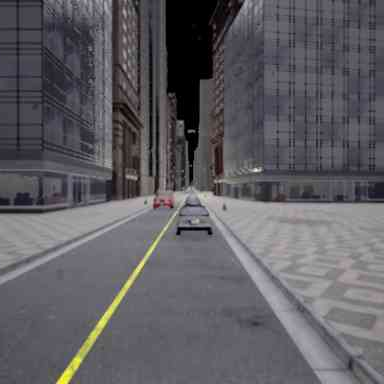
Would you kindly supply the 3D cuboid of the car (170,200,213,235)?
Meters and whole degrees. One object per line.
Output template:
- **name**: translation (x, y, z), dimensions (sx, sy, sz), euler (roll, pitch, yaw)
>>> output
- **car**: translation (0.102, 1.383, 17.750), dimensions (2.033, 1.411, 5.357), euler (0, 1, 0)

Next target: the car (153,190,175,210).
- **car**: translation (-3.086, 0.856, 37.430), dimensions (2.150, 2.045, 5.566), euler (0, 0, 0)

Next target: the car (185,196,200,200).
- **car**: translation (0.099, 1.135, 43.035), dimensions (1.994, 1.385, 4.181), euler (0, 1, 0)
